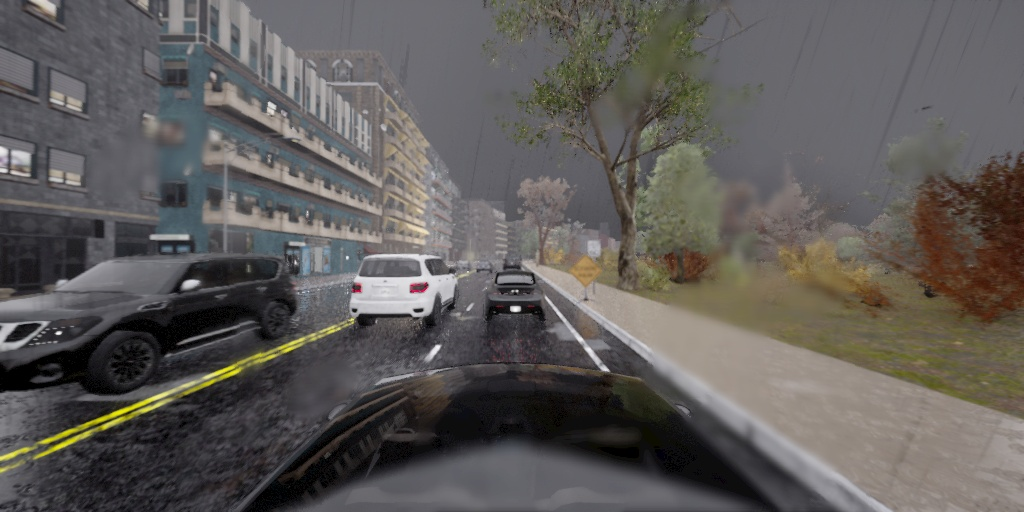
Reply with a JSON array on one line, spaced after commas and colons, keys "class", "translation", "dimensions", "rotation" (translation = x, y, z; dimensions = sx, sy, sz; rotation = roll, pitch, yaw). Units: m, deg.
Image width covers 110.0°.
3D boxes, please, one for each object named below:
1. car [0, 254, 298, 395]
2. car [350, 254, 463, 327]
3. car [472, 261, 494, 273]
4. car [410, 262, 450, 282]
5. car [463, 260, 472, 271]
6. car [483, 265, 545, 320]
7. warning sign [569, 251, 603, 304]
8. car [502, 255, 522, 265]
[{"class": "car", "translation": [-6.601, 0.967, 6.977], "dimensions": [2.150, 2.045, 5.566], "rotation": [0, 0, 0]}, {"class": "car", "translation": [-3.148, 0.963, 11.576], "dimensions": [2.150, 2.045, 5.566], "rotation": [0, 0, 0]}, {"class": "car", "translation": [-3.247, 1.266, 43.082], "dimensions": [2.033, 1.411, 5.357], "rotation": [0, 0, 0]}, {"class": "car", "translation": [-6.594, 1.274, 29.569], "dimensions": [2.033, 1.411, 5.357], "rotation": [0, 0, 0]}, {"class": "car", "translation": [-6.497, 1.287, 48.093], "dimensions": [1.812, 1.442, 4.674], "rotation": [0, 0, 0]}, {"class": "car", "translation": [0.100, 1.245, 12.568], "dimensions": [1.837, 1.490, 4.892], "rotation": [0, 0, 0]}, {"class": "warning sign", "translation": [2.851, 0.855, 13.846], "dimensions": [1.300, 1.860, 1.060], "rotation": [0, 0, 0]}, {"class": "car", "translation": [0.003, 0.940, 43.112], "dimensions": [2.150, 2.045, 5.566], "rotation": [0, 0, 0]}]
